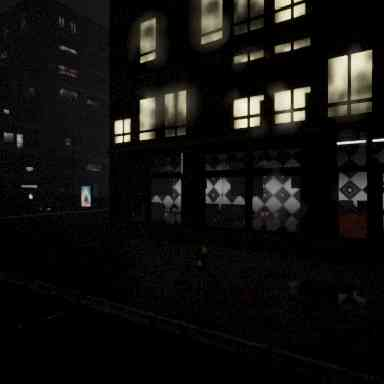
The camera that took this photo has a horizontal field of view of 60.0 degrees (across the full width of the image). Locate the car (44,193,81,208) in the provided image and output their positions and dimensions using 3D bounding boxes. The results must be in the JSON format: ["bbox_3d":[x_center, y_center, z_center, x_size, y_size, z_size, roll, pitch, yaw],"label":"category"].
[{"bbox_3d":[-15.676,0.883,39.983,2.097,1.767,4.553,0,1,35],"label":"car"}]

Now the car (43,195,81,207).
[{"bbox_3d":[-16.745,1.074,42.954,1.802,1.307,4.206,1,2,35],"label":"car"}]

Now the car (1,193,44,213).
[{"bbox_3d":[-16.185,1.029,29.106,2.192,1.841,5.009,1,2,35],"label":"car"}]

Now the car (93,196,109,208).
[{"bbox_3d":[-9.837,1.072,38.210,1.947,1.339,4.313,1,2,35],"label":"car"}]
